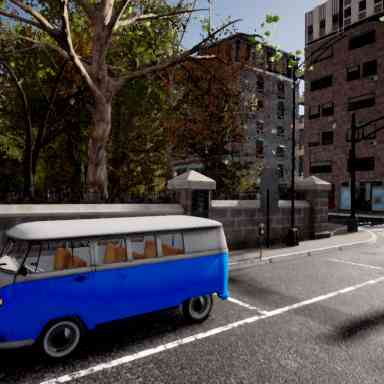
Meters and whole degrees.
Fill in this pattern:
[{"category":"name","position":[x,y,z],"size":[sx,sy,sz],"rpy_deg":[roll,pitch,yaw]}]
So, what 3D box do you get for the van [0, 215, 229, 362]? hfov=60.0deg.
[{"category":"van","position":[-1.220,1.342,5.631],"size":[3.998,1.788,1.690],"rpy_deg":[0,1,-36]}]
